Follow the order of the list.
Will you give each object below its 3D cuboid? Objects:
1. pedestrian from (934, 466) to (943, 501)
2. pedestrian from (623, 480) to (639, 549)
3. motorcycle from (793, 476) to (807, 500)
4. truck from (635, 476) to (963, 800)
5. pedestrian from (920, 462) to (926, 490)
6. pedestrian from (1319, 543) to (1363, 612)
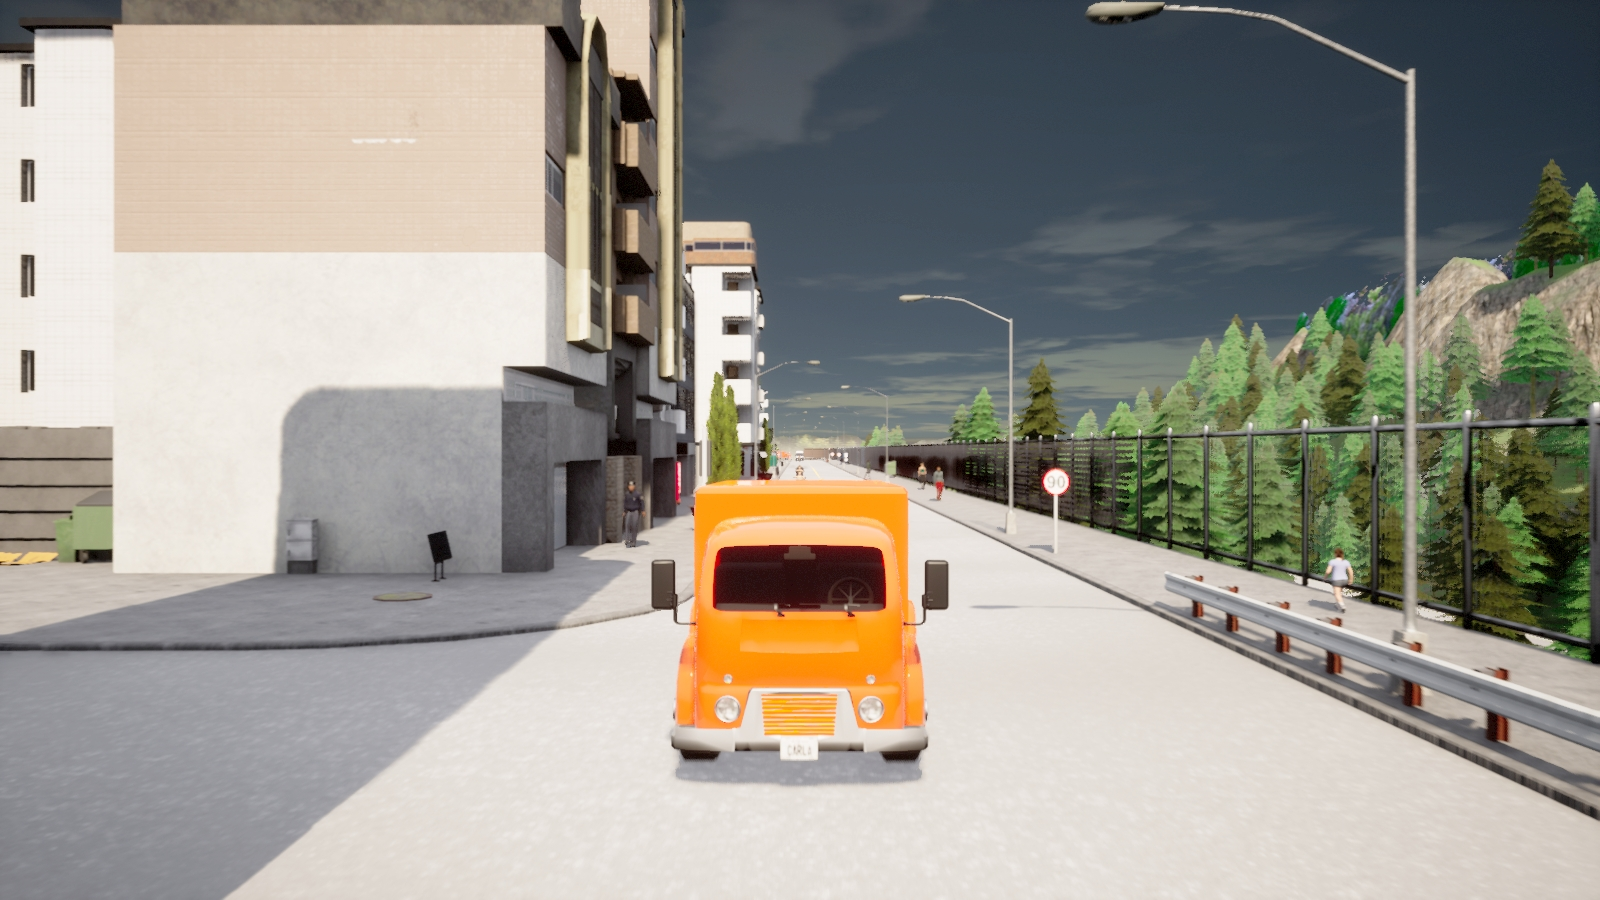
[{"bbox_3d":[7.223,1.745,59.567,0.375,1.860,0.375,0,0,-7],"label":"pedestrian"},{"bbox_3d":[-4.607,1.747,31.219,0.375,1.860,0.375,0,0,3],"label":"pedestrian"},{"bbox_3d":[-0.014,2.155,65.362,0.764,1.307,2.356,0,0,0],"label":"motorcycle"},{"bbox_3d":[0.020,1.568,11.766,2.627,2.467,5.204,0,0,1],"label":"truck"},{"bbox_3d":[8.291,1.745,77.065,0.375,1.860,0.375,0,0,0],"label":"pedestrian"},{"bbox_3d":[9.025,2.125,19.075,0.500,1.100,0.500,0,0,0],"label":"pedestrian"}]
